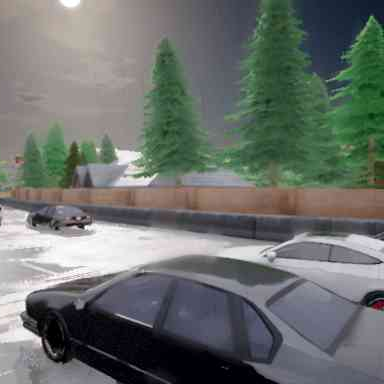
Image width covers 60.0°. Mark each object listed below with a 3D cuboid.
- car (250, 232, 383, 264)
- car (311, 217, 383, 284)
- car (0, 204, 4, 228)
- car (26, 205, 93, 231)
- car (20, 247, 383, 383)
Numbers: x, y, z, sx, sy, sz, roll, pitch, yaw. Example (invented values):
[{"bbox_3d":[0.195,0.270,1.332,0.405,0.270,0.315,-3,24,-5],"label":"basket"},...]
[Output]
[{"bbox_3d":[2.474,1.529,6.627,4.674,1.442,1.812,0,0,36],"label":"car"},{"bbox_3d":[5.735,1.543,8.580,4.674,1.442,1.812,0,0,36],"label":"car"},{"bbox_3d":[-13.276,1.121,20.164,5.566,2.045,2.150,0,0,45],"label":"car"},{"bbox_3d":[-8.029,1.474,19.931,5.357,1.411,2.033,0,0,43],"label":"car"},{"bbox_3d":[0.054,1.542,4.042,5.357,1.411,2.033,0,0,37],"label":"car"}]
